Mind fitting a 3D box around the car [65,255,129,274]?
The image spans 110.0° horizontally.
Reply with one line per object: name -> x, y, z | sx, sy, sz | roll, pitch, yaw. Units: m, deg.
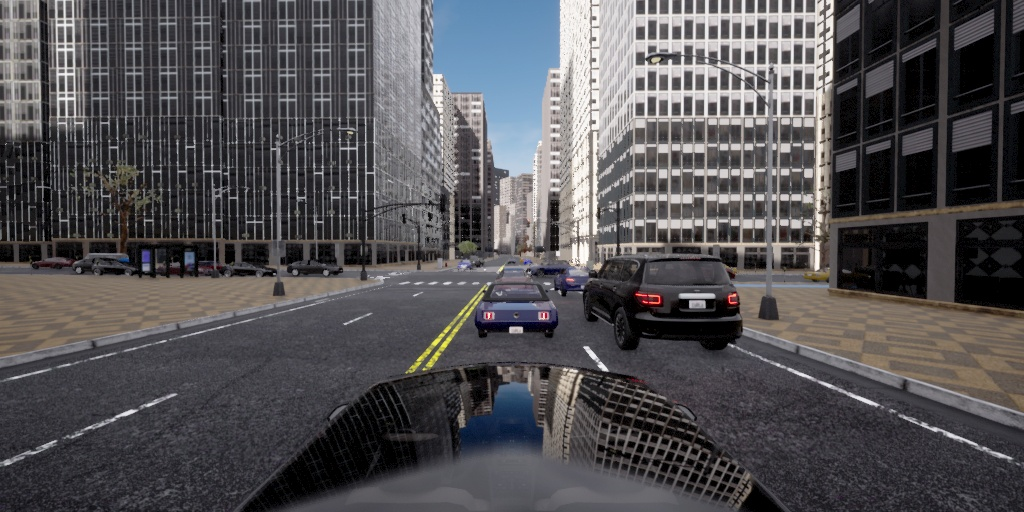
car -> -38.789, 0.921, 34.139 | 4.892, 1.490, 1.837 | 1, 1, 1

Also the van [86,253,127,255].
van -> -45.325, 0.603, 40.060 | 3.998, 1.789, 1.690 | 0, 0, 1

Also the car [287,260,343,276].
car -> -18.470, 1.106, 33.738 | 4.892, 1.490, 1.837 | 1, 1, 1

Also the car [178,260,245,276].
car -> -28.351, 1.112, 33.931 | 4.718, 1.301, 1.895 | 1, 1, 1

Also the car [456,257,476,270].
car -> -6.638, 1.239, 51.162 | 1.812, 1.442, 4.674 | 0, 0, -2

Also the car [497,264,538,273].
car -> 0.085, 1.304, 18.874 | 1.994, 1.385, 4.181 | 0, 0, 0

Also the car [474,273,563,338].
car -> 0.093, 1.347, 10.137 | 1.895, 1.301, 4.718 | 0, 0, 0

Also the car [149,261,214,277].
car -> -28.445, 1.137, 31.243 | 4.207, 1.307, 1.802 | 0, 0, 1

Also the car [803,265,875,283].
car -> 27.613, 1.577, 30.440 | 4.829, 1.417, 1.751 | 0, 0, 1

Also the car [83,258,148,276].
car -> -34.126, 1.068, 31.410 | 4.313, 1.339, 1.948 | 0, 0, 1

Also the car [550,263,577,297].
car -> 3.333, 1.266, 18.867 | 1.812, 1.442, 4.674 | 0, 0, 0

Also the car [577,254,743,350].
car -> 3.343, 0.968, 9.175 | 2.150, 2.045, 5.566 | 0, 0, 0

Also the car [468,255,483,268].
car -> -6.632, 0.922, 61.125 | 2.150, 2.045, 5.566 | 0, 0, 0

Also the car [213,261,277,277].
car -> -22.761, 1.172, 31.115 | 4.313, 1.339, 1.948 | 0, 0, 1

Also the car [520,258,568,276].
car -> 3.560, 1.130, 34.721 | 4.553, 1.767, 2.097 | 0, 1, -22
